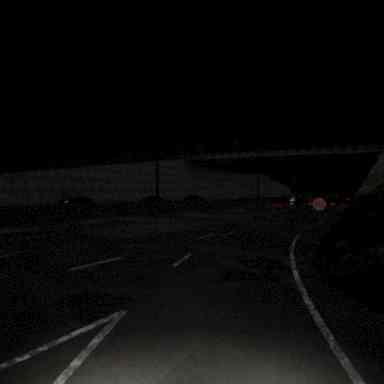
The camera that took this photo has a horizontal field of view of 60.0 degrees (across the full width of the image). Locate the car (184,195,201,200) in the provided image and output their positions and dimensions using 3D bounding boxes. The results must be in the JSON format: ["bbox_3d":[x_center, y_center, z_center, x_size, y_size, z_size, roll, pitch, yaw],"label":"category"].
[{"bbox_3d":[0.175,1.349,75.035,2.033,1.411,5.357,0,0,30],"label":"car"}]

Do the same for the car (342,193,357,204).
[{"bbox_3d":[30.968,1.177,65.349,2.150,2.045,5.566,0,0,30],"label":"car"}]

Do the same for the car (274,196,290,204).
[{"bbox_3d":[16.643,1.488,61.569,2.128,1.511,4.902,0,0,30],"label":"car"}]

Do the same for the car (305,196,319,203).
[{"bbox_3d":[24.894,1.460,68.832,1.994,1.385,4.181,0,0,30],"label":"car"}]

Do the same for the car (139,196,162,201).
[{"bbox_3d":[-7.629,1.390,61.617,2.033,1.411,5.357,0,0,31],"label":"car"}]

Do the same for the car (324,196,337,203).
[{"bbox_3d":[27.923,1.483,67.078,1.994,1.385,4.181,0,0,30],"label":"car"}]

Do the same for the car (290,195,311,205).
[{"bbox_3d":[19.672,1.566,59.815,2.033,1.411,5.357,0,0,30],"label":"car"}]

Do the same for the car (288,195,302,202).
[{"bbox_3d":[21.865,1.385,70.586,1.837,1.490,4.892,0,0,30],"label":"car"}]

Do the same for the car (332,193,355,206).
[{"bbox_3d":[25.746,1.285,56.333,2.150,2.045,5.566,0,0,30],"label":"car"}]

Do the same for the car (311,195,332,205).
[{"bbox_3d":[22.879,1.393,58.367,2.097,1.767,4.553,0,0,30],"label":"car"}]

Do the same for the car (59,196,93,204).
[{"bbox_3d":[-16.298,1.291,46.753,1.882,1.535,5.008,0,0,30],"label":"car"}]
